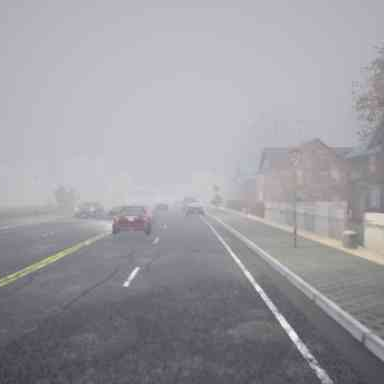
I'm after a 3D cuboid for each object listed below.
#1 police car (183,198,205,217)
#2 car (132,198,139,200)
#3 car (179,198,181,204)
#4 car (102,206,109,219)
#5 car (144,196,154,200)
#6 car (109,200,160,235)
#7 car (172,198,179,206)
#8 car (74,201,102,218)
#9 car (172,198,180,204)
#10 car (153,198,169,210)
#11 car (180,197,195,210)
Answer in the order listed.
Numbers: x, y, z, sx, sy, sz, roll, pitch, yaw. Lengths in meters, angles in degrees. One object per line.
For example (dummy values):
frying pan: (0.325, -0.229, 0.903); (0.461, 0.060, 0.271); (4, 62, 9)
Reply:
police car: (0.301, 1.768, 35.612); (1.930, 1.638, 5.238); (0, -1, -2)
car: (-12.887, 2.094, 75.715); (1.812, 1.442, 4.674); (0, -1, -5)
car: (-0.456, 1.729, 51.620); (2.150, 2.045, 5.566); (0, -1, -3)
car: (-7.191, 1.938, 33.128); (1.895, 1.301, 4.718); (0, -1, -2)
car: (-9.464, 1.889, 73.743); (2.150, 2.045, 5.566); (0, -1, -5)
car: (-3.379, 1.553, 20.316); (2.097, 1.767, 4.553); (0, -1, -1)
car: (-2.601, 2.040, 69.759); (2.128, 1.511, 4.902); (0, -1, -5)
car: (-10.478, 1.706, 34.073); (2.097, 1.767, 4.553); (0, 0, -2)
car: (-4.263, 2.390, 88.687); (1.837, 1.490, 4.892); (0, -1, -6)
car: (-4.529, 2.030, 50.415); (1.812, 1.442, 4.674); (0, -1, -3)
car: (-0.136, 1.793, 45.529); (2.097, 1.767, 4.553); (0, -1, -3)
